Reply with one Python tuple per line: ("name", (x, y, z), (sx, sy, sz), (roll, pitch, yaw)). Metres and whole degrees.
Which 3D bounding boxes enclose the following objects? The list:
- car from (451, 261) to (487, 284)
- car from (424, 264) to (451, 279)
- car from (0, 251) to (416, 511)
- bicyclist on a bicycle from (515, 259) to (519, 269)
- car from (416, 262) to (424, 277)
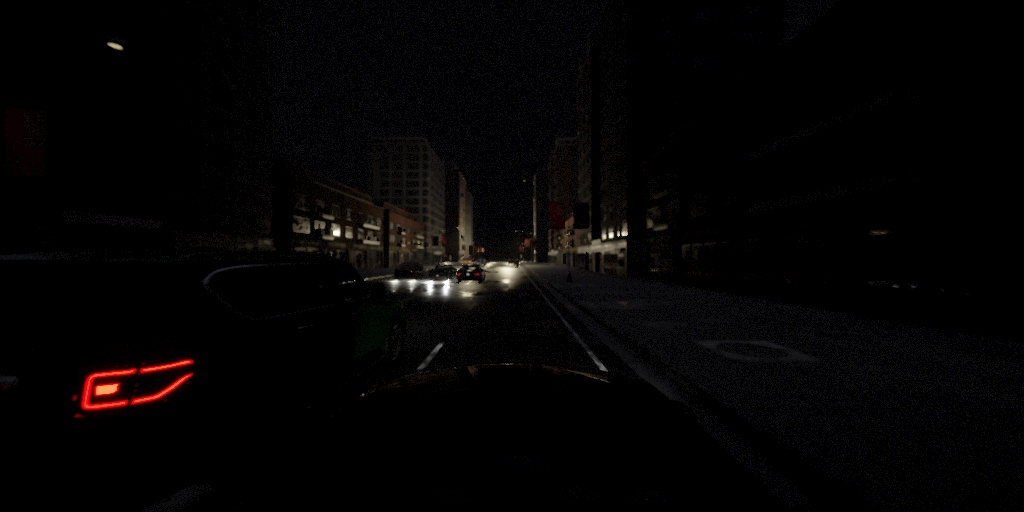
("car", (-3.135, 1.373, 28.133), (2.033, 1.411, 5.357), (0, 0, 0))
("car", (-6.577, 1.443, 33.901), (1.895, 1.301, 4.718), (0, 0, 0))
("car", (-3.148, 0.980, 4.716), (2.150, 2.045, 5.566), (0, 0, 0))
("bicyclist on a bicycle", (0.925, 1.368, 59.095), (0.582, 1.620, 1.656), (0, -1, 0))
("car", (-9.823, 1.322, 34.526), (1.882, 1.535, 5.008), (0, 0, 0))
